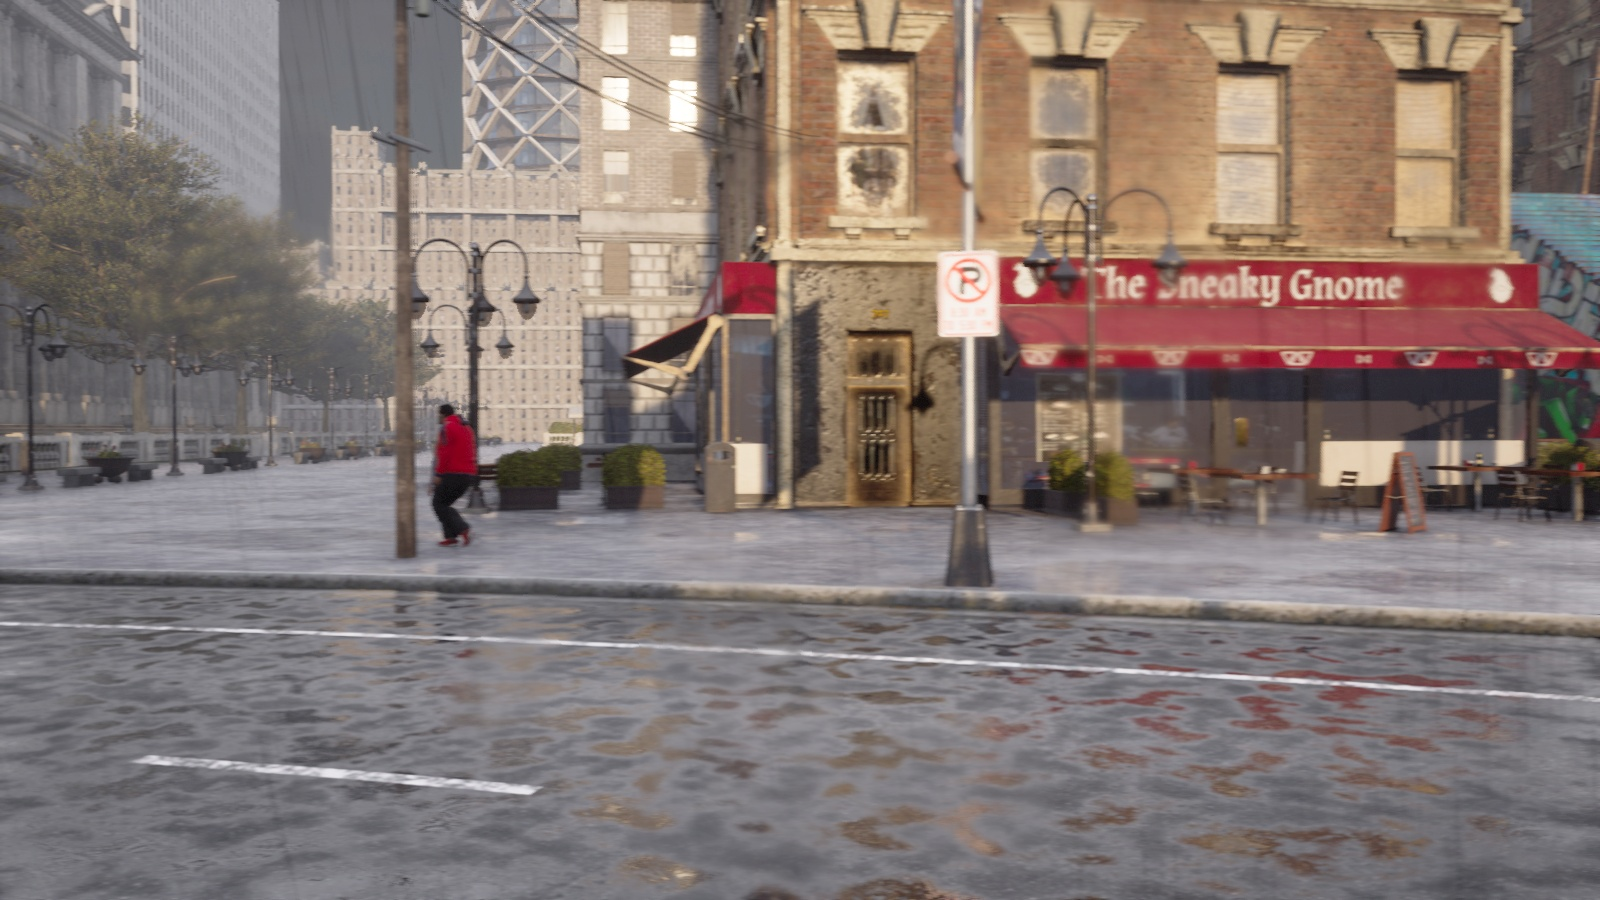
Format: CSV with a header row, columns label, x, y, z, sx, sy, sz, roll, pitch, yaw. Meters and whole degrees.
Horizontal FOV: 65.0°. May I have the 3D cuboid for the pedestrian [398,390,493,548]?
label,x,y,z,sx,sy,sz,roll,pitch,yaw
pedestrian,-4.228,0.216,15.009,0.899,1.844,0.634,0,1,10
